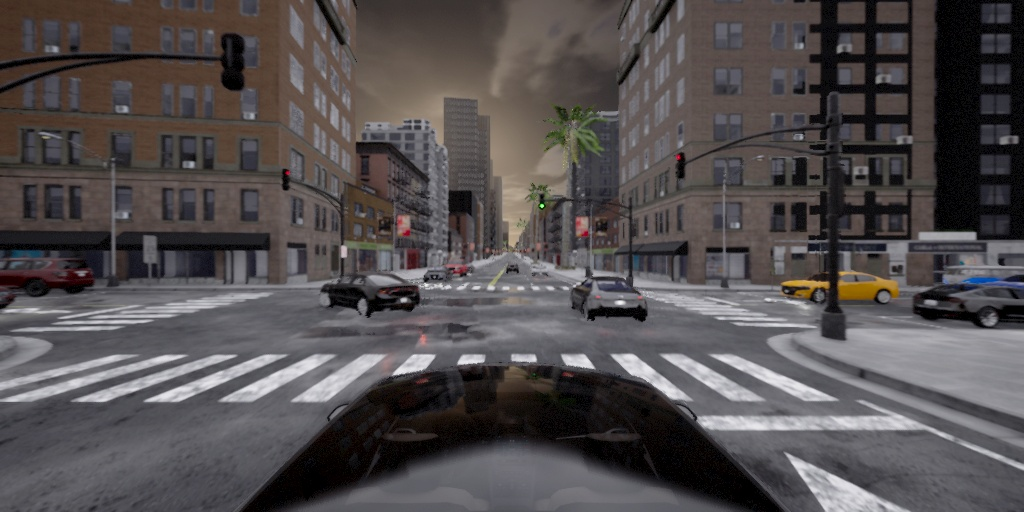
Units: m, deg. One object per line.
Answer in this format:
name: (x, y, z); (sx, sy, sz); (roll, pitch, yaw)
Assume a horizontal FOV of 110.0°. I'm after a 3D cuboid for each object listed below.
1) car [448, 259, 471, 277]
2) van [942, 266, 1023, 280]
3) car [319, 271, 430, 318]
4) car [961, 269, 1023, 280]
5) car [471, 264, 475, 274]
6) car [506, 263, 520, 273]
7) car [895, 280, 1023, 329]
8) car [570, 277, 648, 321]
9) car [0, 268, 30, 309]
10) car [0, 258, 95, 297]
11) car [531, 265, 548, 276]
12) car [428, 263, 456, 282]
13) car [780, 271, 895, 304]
car: (-6.577, 1.387, 42.278); (2.150, 2.045, 5.566); (0, -1, 0)
van: (27.244, 1.454, 20.556); (3.998, 1.789, 1.690); (0, 0, 0)
car: (-5.639, 1.348, 13.967); (5.008, 1.535, 1.882); (1, 0, 40)
car: (26.371, 1.594, 17.989); (5.008, 1.535, 1.882); (0, 0, 0)
car: (-6.512, 1.813, 52.756); (2.033, 1.411, 5.357); (0, -1, 0)
car: (0.088, 1.793, 55.052); (1.837, 1.490, 4.892); (0, -1, 0)
car: (16.205, 1.626, 12.089); (4.313, 1.339, 1.948); (0, 0, 0)
car: (3.355, 1.441, 13.121); (1.994, 1.385, 4.181); (0, -1, 0)
car: (-20.456, 1.258, 12.264); (4.674, 1.442, 1.812); (1, 0, -9)
car: (-23.898, 1.001, 17.580); (5.009, 1.841, 2.192); (0, 0, -9)
car: (3.341, 1.789, 44.439); (1.895, 1.301, 4.718); (0, -1, 0)
car: (-6.602, 1.630, 32.501); (1.994, 1.385, 4.181); (0, -1, 0)
car: (16.320, 1.515, 18.042); (5.008, 1.535, 1.882); (0, 0, 0)
